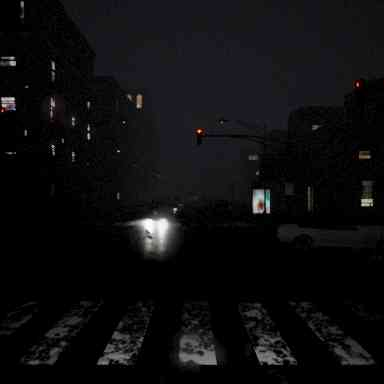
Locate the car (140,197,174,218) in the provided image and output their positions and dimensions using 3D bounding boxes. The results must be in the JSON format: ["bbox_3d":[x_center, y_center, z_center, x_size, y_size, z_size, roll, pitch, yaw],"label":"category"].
[{"bbox_3d":[-3.079,1.497,30.297,2.128,1.511,4.902,0,0,0],"label":"car"}]

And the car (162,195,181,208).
[{"bbox_3d":[-3.059,1.568,49.073,2.033,1.411,5.357,0,0,0],"label":"car"}]

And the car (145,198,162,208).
[{"bbox_3d":[-5.660,1.572,48.908,2.008,1.369,4.403,0,0,0],"label":"car"}]

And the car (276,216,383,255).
[{"bbox_3d":[5.784,1.624,13.083,4.718,1.301,1.895,0,1,16],"label":"car"}]

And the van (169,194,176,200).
[{"bbox_3d":[-5.629,1.431,94.481,1.690,1.788,3.998,-1,0,0],"label":"van"}]

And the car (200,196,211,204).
[{"bbox_3d":[2.733,1.592,66.005,2.008,1.369,4.403,-1,0,0],"label":"car"}]

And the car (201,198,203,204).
[{"bbox_3d":[2.720,1.572,48.915,2.008,1.369,4.403,0,0,0],"label":"car"}]

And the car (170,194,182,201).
[{"bbox_3d":[-2.952,1.171,64.977,1.882,1.535,5.008,0,0,0],"label":"car"}]

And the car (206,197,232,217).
[{"bbox_3d":[2.707,1.446,31.824,1.967,1.590,4.097,0,0,0],"label":"car"}]

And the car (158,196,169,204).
[{"bbox_3d":[-5.648,1.566,65.828,1.752,1.417,4.829,0,0,0],"label":"car"}]

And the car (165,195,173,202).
[{"bbox_3d":[-5.636,1.593,82.917,1.752,1.417,4.829,-1,0,0],"label":"car"}]

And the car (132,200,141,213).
[{"bbox_3d":[-5.669,1.561,37.515,2.008,1.369,4.403,0,0,0],"label":"car"}]

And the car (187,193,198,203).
[{"bbox_3d":[0.137,1.269,70.537,2.150,2.045,5.566,0,0,0],"label":"car"}]

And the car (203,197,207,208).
[{"bbox_3d":[2.716,1.597,43.218,1.802,1.307,4.206,0,0,0],"label":"car"}]

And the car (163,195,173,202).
[{"bbox_3d":[-5.641,1.498,77.391,1.967,1.590,4.097,0,0,0],"label":"car"}]
